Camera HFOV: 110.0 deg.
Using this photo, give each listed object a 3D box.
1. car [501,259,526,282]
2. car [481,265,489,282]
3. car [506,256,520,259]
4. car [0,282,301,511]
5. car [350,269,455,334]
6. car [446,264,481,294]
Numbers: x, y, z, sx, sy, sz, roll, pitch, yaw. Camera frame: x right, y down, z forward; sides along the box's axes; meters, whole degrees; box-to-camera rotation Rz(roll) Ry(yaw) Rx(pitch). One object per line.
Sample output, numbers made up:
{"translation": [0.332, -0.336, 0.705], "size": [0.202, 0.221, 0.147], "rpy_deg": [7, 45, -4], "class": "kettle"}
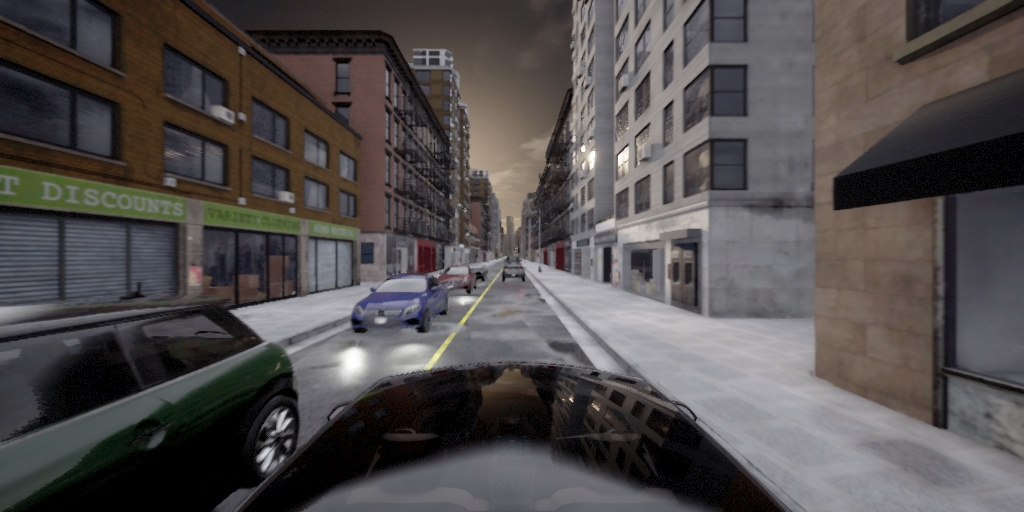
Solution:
{"translation": [0.122, 1.251, 29.519], "size": [2.128, 1.511, 4.902], "rpy_deg": [0, 0, 0], "class": "car"}
{"translation": [-2.976, 1.357, 29.276], "size": [1.895, 1.301, 4.718], "rpy_deg": [0, 0, 0], "class": "car"}
{"translation": [0.140, 0.996, 46.748], "size": [2.150, 2.045, 5.566], "rpy_deg": [0, 0, 0], "class": "car"}
{"translation": [-3.101, 1.099, 1.556], "size": [2.097, 1.767, 4.553], "rpy_deg": [0, 0, 0], "class": "car"}
{"translation": [-3.085, 1.270, 10.799], "size": [1.812, 1.442, 4.674], "rpy_deg": [0, 0, 0], "class": "car"}
{"translation": [-3.048, 1.275, 20.402], "size": [1.812, 1.442, 4.674], "rpy_deg": [0, 0, 0], "class": "car"}
